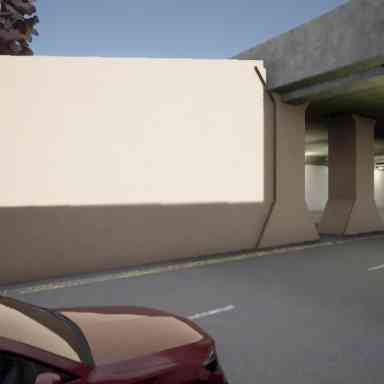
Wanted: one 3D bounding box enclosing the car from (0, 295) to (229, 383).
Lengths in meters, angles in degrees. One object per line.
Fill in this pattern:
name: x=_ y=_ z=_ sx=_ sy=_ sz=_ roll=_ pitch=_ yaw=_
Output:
car: x=-1.850 y=1.519 z=2.421 sx=4.674 sy=1.442 sz=1.812 roll=0 pitch=0 yaw=-36
